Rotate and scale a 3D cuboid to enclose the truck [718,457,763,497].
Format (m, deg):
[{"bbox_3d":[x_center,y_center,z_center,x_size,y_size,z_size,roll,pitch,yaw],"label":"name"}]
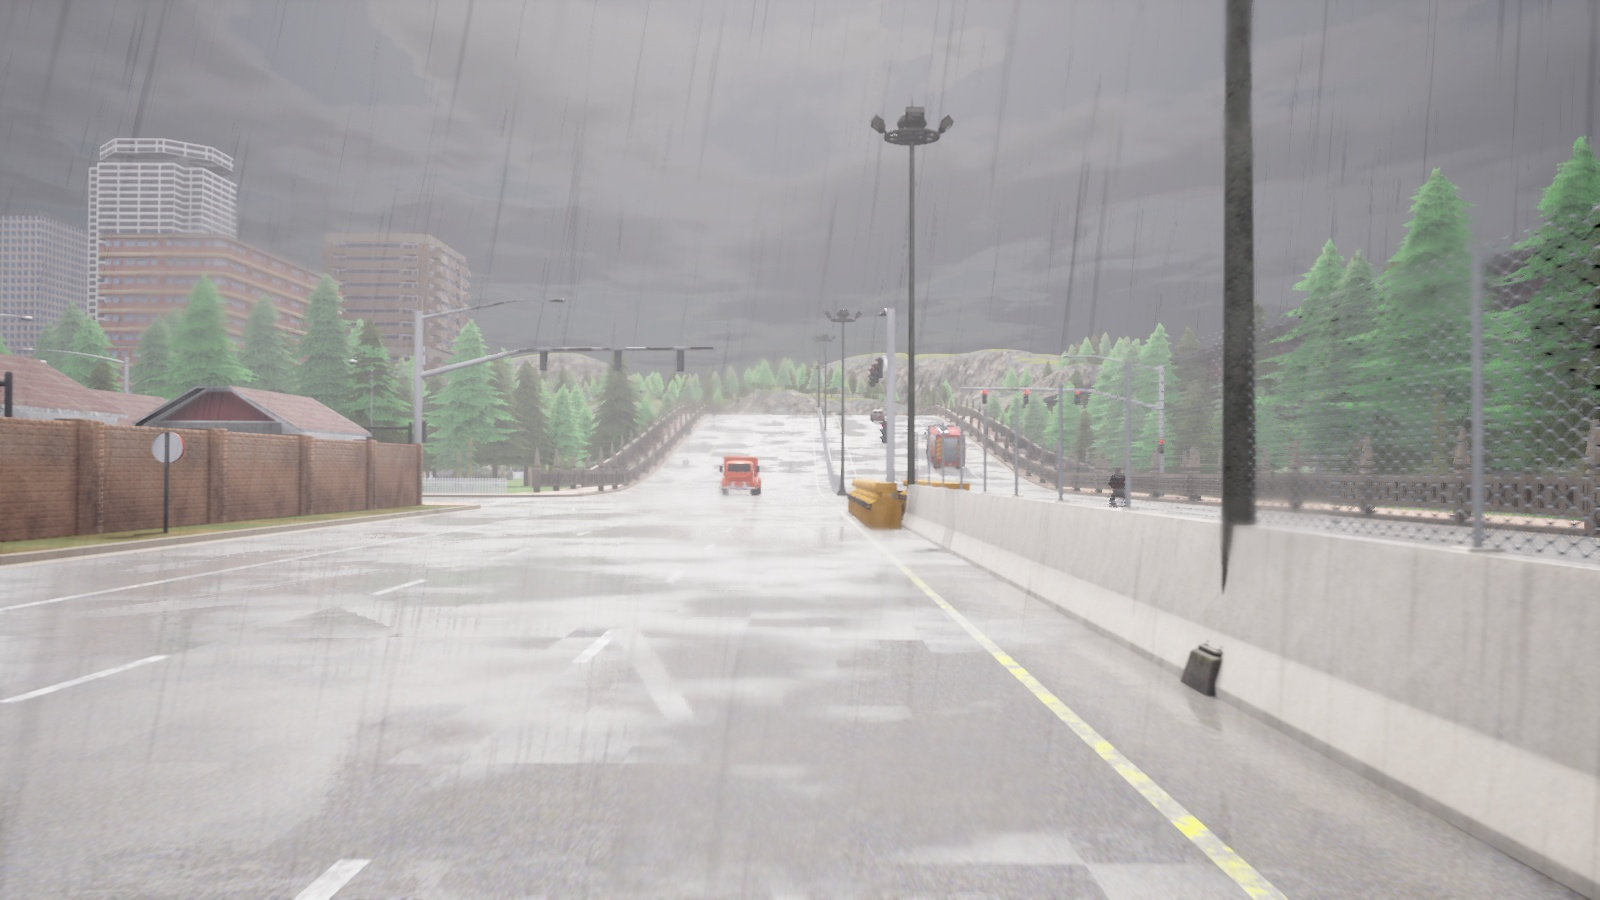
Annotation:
[{"bbox_3d":[-3.789,1.684,80.454,2.627,2.467,5.204,0,-1,0],"label":"truck"}]
